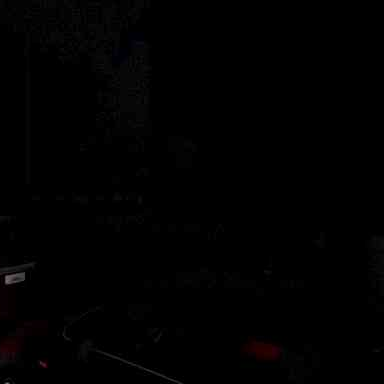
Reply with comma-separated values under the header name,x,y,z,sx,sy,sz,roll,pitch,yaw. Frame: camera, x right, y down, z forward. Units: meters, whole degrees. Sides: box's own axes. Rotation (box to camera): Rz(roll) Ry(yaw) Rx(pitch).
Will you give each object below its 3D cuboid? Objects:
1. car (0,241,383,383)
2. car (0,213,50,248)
name,x,y,z,sx,sy,sz,roll,pitch,yaw
car,-0.033,1.440,2.985,4.097,1.590,1.967,0,0,35
car,-4.464,1.315,6.138,5.009,1.841,2.192,0,0,35
